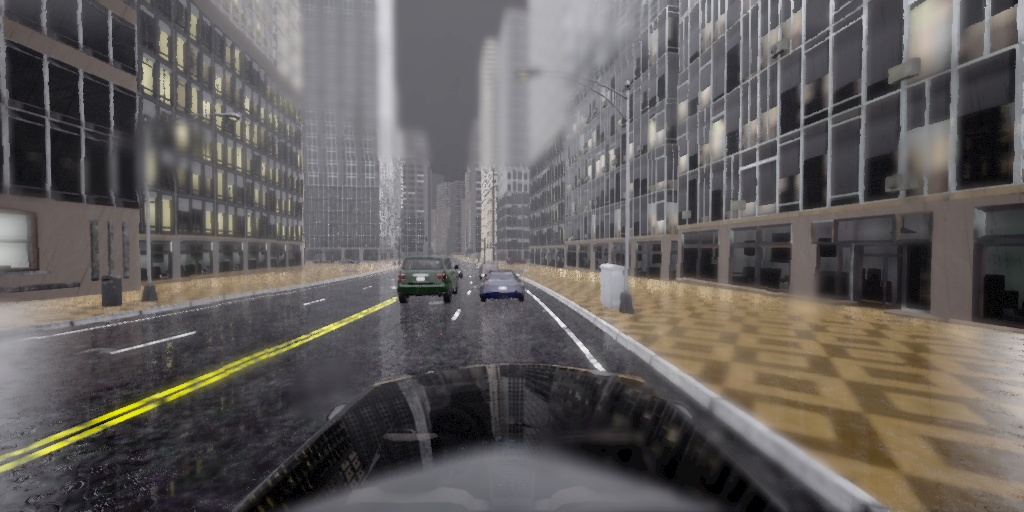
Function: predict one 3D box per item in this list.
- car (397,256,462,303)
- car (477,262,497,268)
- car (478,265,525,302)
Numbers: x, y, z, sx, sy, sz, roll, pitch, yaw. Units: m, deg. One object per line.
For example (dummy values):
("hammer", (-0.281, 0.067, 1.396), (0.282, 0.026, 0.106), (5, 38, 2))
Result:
("car", (-3.765, 0.998, 16.783), (2.150, 2.045, 5.566), (0, 0, -4))
("car", (-2.058, 1.282, 32.219), (2.033, 1.411, 5.357), (0, 0, -8))
("car", (-0.520, 1.309, 16.972), (1.994, 1.385, 4.181), (0, 0, -4))
